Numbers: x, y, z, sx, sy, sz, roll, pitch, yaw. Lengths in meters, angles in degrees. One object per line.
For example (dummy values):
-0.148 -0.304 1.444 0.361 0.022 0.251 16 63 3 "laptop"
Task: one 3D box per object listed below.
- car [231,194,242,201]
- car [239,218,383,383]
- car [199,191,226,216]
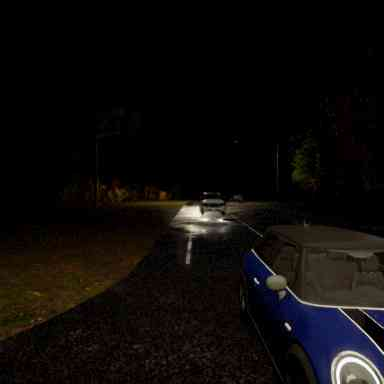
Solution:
9.273 1.189 68.843 2.033 1.411 5.357 0 0 1 "car"
1.929 1.338 4.220 2.097 1.767 4.553 0 0 -1 "car"
1.859 1.058 30.734 2.150 2.045 5.566 0 1 1 "car"
